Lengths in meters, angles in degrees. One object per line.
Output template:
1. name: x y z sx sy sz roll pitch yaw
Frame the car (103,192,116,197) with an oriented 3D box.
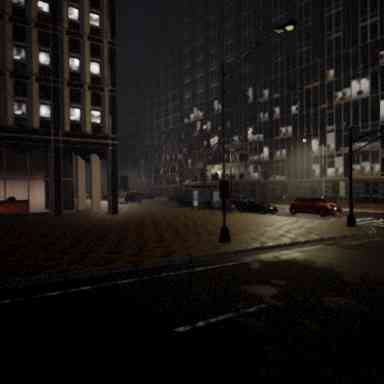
1. car: -21.984 0.699 88.373 2.008 1.369 4.403 0 1 -34

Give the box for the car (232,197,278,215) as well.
1. car: 6.264 1.433 31.956 1.947 1.339 4.313 0 1 -34

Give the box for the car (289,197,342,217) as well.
1. car: 11.019 1.216 29.799 2.097 1.767 4.553 -1 1 -34

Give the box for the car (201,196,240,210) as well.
1. car: 3.071 1.397 36.661 1.802 1.307 4.206 0 1 -34

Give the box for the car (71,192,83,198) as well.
1. car: -28.902 0.721 83.645 1.967 1.590 4.097 0 1 -34

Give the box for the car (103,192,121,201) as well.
1. car: -16.076 1.048 64.877 2.008 1.369 4.403 0 1 -34

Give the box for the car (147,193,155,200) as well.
1. car: -9.156 0.947 69.604 1.802 1.307 4.206 0 1 -34

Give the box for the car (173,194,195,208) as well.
1. car: -0.087 1.328 41.385 1.947 1.339 4.313 0 1 -34

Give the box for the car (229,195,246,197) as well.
1. car: 5.442 1.127 37.962 2.097 1.767 4.553 -1 1 -34

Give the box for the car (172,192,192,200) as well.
1. car: -0.395 1.185 46.525 1.837 1.490 4.892 -1 1 -34

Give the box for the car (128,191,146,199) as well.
1. car: -12.364 0.626 74.293 2.192 1.841 5.009 0 1 -34

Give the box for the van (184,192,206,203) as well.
1. van: 0.463 0.866 55.523 1.690 1.788 3.998 0 1 -34

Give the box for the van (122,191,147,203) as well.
1. van: -9.662 0.946 55.489 1.690 1.788 3.998 0 1 -34

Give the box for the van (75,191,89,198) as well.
1. van: -25.696 0.676 78.952 1.690 1.788 3.998 0 1 -34

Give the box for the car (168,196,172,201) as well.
1. car: -2.743 1.054 60.218 1.802 1.307 4.206 0 1 -34
